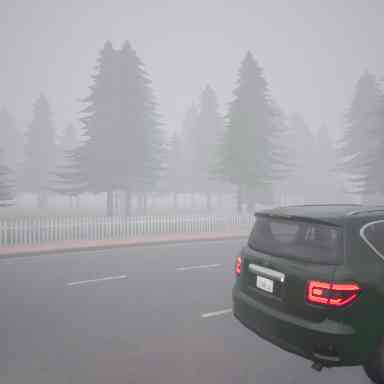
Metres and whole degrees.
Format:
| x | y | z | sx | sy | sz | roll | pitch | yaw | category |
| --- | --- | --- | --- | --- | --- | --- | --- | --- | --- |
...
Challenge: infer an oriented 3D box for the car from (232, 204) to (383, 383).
| x | y | z | sx | sy | sz | roll | pitch | yaw | category |
| --- | --- | --- | --- | --- | --- | --- | --- | --- | --- |
| 3.276 | 1.222 | 5.331 | 5.566 | 2.045 | 2.150 | 0 | 0 | -27 | car |
